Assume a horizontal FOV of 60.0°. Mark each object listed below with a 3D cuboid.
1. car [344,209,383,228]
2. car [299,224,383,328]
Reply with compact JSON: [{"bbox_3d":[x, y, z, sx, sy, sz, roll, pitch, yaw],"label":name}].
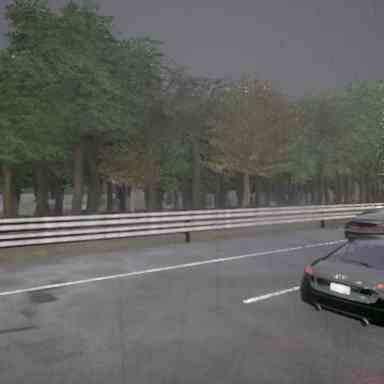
[{"bbox_3d":[8.346,1.502,13.994,4.892,1.490,1.837,0,0,-35],"label":"car"},{"bbox_3d":[4.078,1.563,6.654,4.181,1.385,1.994,0,0,-35],"label":"car"}]
